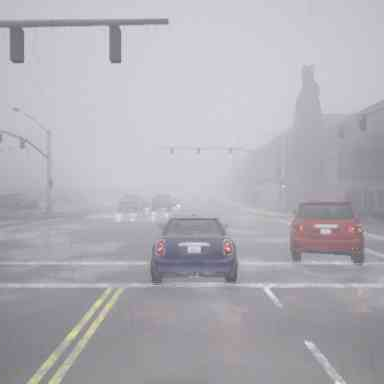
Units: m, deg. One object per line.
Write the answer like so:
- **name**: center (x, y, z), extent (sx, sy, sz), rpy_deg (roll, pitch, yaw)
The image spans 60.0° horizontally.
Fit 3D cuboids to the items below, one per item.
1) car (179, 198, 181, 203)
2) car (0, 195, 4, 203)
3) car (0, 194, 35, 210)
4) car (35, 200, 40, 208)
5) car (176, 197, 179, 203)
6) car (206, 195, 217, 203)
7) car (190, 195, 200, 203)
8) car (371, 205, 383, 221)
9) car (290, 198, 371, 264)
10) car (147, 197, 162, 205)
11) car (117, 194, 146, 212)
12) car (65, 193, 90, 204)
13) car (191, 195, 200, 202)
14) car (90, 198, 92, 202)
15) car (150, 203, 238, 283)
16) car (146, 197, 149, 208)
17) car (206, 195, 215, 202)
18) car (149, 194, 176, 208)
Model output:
- **car**: center (-3.093, 1.634, 61.611), extent (1.895, 1.301, 4.718), rpy_deg (0, 0, 2)
- **car**: center (-38.888, 1.399, 64.272), extent (3.905, 1.438, 1.784), rpy_deg (0, 0, 0)
- **car**: center (-21.467, 1.175, 38.867), extent (4.605, 1.855, 1.932), rpy_deg (0, 0, 0)
- **car**: center (-21.410, 1.179, 41.761), extent (3.866, 1.878, 1.905), rpy_deg (0, 0, 0)
- **car**: center (-3.429, 1.554, 51.579), extent (1.812, 1.442, 4.674), rpy_deg (0, 0, 2)
- **car**: center (4.094, 1.562, 68.623), extent (1.812, 1.442, 4.674), rpy_deg (0, 0, 2)
- **car**: center (0.598, 1.539, 68.812), extent (1.837, 1.490, 4.892), rpy_deg (0, 0, 2)
- **car**: center (14.680, 1.614, 25.691), extent (4.718, 1.301, 1.895), rpy_deg (0, 0, 0)
- **car**: center (4.898, 1.230, 12.190), extent (2.150, 2.045, 5.566), rpy_deg (-1, 0, 22)
- **car**: center (-6.655, 1.580, 59.576), extent (2.033, 1.411, 5.357), rpy_deg (0, 0, 2)
- **car**: center (-7.214, 1.243, 39.355), extent (2.150, 2.045, 5.566), rpy_deg (0, 0, 1)
- **car**: center (-21.434, 1.190, 61.385), extent (3.866, 1.878, 1.905), rpy_deg (0, 0, 0)
- **car**: center (0.863, 1.520, 78.902), extent (1.882, 1.535, 5.008), rpy_deg (0, 0, 2)
- **car**: center (-21.421, 1.430, 64.280), extent (3.806, 1.475, 1.970), rpy_deg (0, 0, 0)
- **car**: center (0.038, 1.357, 9.804), extent (2.097, 1.767, 4.553), rpy_deg (0, 0, 0)
- **car**: center (-6.996, 1.504, 49.298), extent (1.882, 1.535, 5.008), rpy_deg (0, 0, 2)
- **car**: center (4.365, 1.568, 78.902), extent (2.128, 1.511, 4.902), rpy_deg (0, 0, 2)
- **car**: center (-3.671, 1.244, 41.771), extent (2.150, 2.045, 5.566), rpy_deg (0, 0, 1)
